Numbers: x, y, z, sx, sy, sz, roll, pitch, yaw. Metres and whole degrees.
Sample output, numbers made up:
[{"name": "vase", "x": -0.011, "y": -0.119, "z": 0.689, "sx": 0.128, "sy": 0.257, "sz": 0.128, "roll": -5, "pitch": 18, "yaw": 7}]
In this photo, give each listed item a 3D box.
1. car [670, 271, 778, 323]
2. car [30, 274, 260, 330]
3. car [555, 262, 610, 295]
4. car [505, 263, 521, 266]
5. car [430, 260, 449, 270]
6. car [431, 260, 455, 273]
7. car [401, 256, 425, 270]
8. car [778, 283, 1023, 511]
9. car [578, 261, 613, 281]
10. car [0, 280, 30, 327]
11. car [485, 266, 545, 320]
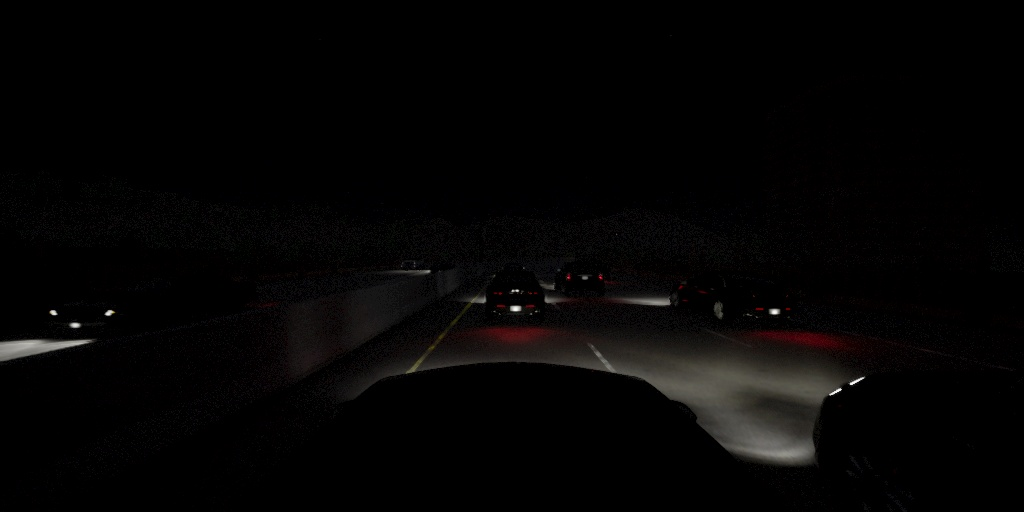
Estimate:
[{"name": "car", "x": 7.106, "y": 1.254, "z": 12.117, "sx": 1.837, "sy": 1.490, "sz": 4.892, "roll": 0, "pitch": 0, "yaw": 0}, {"name": "car", "x": -10.596, "y": 1.298, "z": 11.356, "sx": 2.033, "sy": 1.411, "sz": 5.357, "roll": 0, "pitch": 0, "yaw": 0}, {"name": "car", "x": 3.609, "y": 1.102, "z": 19.820, "sx": 2.097, "sy": 1.767, "sz": 4.553, "roll": 0, "pitch": 0, "yaw": 0}, {"name": "car", "x": 0.115, "y": 1.297, "z": 30.886, "sx": 2.033, "sy": 1.411, "sz": 5.357, "roll": 0, "pitch": 0, "yaw": 0}, {"name": "car", "x": -10.541, "y": 1.314, "z": 52.503, "sx": 1.994, "sy": 1.385, "sz": 4.181, "roll": 0, "pitch": 0, "yaw": 0}, {"name": "car", "x": -7.073, "y": 1.314, "z": 37.314, "sx": 1.994, "sy": 1.385, "sz": 4.181, "roll": 0, "pitch": 0, "yaw": 0}, {"name": "car", "x": -14.048, "y": 0.972, "z": 51.181, "sx": 2.150, "sy": 2.045, "sz": 5.566, "roll": 0, "pitch": 0, "yaw": 0}, {"name": "car", "x": 3.599, "y": 1.102, "z": 1.137, "sx": 2.097, "sy": 1.767, "sz": 4.553, "roll": 0, "pitch": 0, "yaw": 0}, {"name": "car", "x": 7.116, "y": 1.254, "z": 31.088, "sx": 1.837, "sy": 1.490, "sz": 4.892, "roll": 0, "pitch": 0, "yaw": 0}, {"name": "car", "x": -14.096, "y": 1.351, "z": 10.028, "sx": 1.895, "sy": 1.301, "sz": 4.718, "roll": 0, "pitch": 0, "yaw": 0}, {"name": "car", "x": 0.106, "y": 1.255, "z": 12.678, "sx": 1.837, "sy": 1.490, "sz": 4.892, "roll": 0, "pitch": 0, "yaw": 0}]
